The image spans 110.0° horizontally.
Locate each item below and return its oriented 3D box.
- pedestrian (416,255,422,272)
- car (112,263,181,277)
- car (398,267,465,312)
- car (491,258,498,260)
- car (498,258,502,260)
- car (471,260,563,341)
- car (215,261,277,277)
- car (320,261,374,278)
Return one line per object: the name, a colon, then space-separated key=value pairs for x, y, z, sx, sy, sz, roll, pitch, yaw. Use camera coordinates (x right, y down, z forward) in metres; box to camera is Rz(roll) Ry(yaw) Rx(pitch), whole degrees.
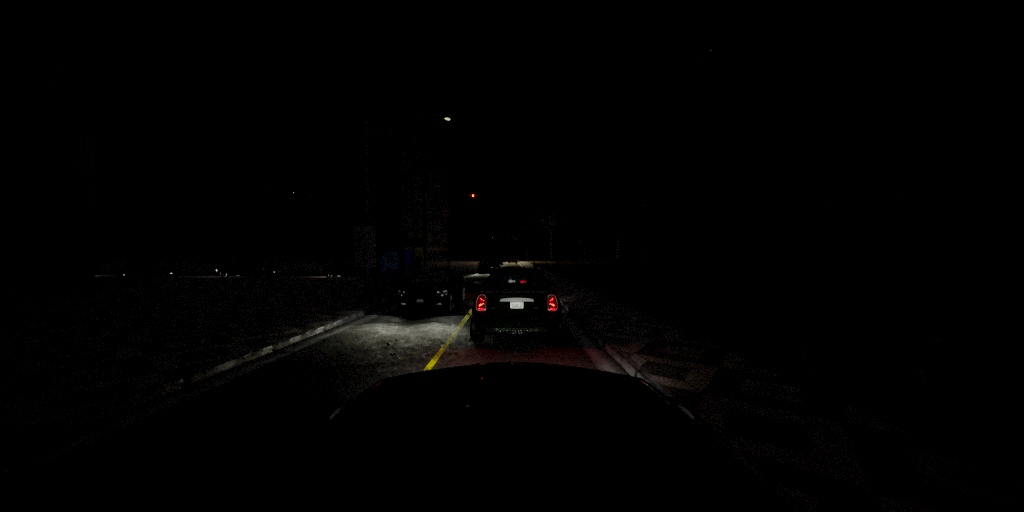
pedestrian: x=-9.980 y=0.800 z=38.122 sx=0.375 sy=1.860 sz=0.375 roll=0 pitch=0 yaw=2
car: x=-33.062 y=1.249 z=32.544 sx=4.718 sy=1.301 sz=1.895 roll=0 pitch=1 yaw=2
car: x=-3.064 y=1.222 z=14.446 sx=1.882 sy=1.535 sz=5.008 roll=0 pitch=0 yaw=0
car: x=-2.987 y=1.189 z=41.341 sx=1.882 sy=1.535 sz=5.008 roll=0 pitch=0 yaw=0
car: x=-2.927 y=1.230 z=59.060 sx=2.033 sy=1.411 sz=5.357 roll=0 pitch=0 yaw=0
car: x=0.114 y=1.099 z=9.972 sx=2.097 sy=1.767 sz=4.553 roll=0 pitch=0 yaw=0
car: x=-23.825 y=1.166 z=32.278 sx=4.902 sy=1.511 sz=2.128 roll=0 pitch=1 yaw=2
car: x=-14.453 y=1.192 z=32.014 sx=4.902 sy=1.511 sz=2.128 roll=0 pitch=1 yaw=2
